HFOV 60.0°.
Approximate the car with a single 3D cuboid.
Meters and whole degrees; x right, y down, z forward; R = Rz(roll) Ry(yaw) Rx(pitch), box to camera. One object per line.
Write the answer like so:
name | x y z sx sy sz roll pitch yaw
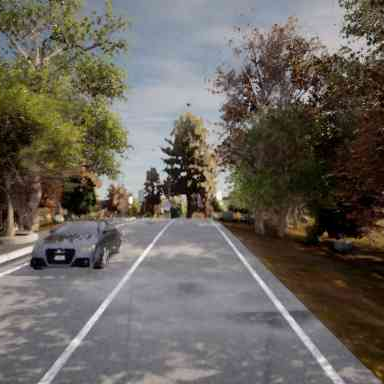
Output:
car | -3.605 1.610 11.069 1.994 1.385 4.181 0 0 0
